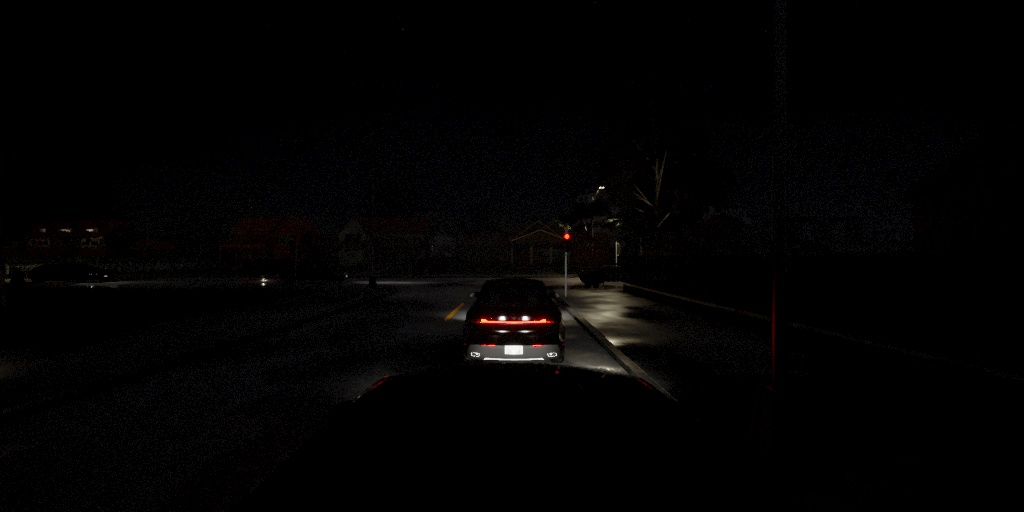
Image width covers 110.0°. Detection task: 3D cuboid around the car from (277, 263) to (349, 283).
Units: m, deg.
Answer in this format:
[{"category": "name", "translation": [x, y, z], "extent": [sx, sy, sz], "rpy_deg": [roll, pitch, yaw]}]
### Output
[{"category": "car", "translation": [-14.806, 1.241, 26.775], "extent": [4.902, 1.511, 2.128], "rpy_deg": [0, 0, 0]}]

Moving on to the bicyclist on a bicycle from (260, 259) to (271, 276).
[{"category": "bicyclist on a bicycle", "translation": [-24.169, 1.099, 35.189], "extent": [0.582, 1.620, 1.656], "rpy_deg": [0, 0, 0]}]

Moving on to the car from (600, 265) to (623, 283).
[{"category": "car", "translation": [7.894, 1.351, 26.835], "extent": [4.718, 1.301, 1.895], "rpy_deg": [0, 0, 0]}]

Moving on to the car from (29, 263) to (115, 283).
[{"category": "car", "translation": [-32.785, 1.254, 26.783], "extent": [4.892, 1.490, 1.837], "rpy_deg": [0, 0, 0]}]

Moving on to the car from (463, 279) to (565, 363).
[{"category": "car", "translation": [0.052, 1.255, 8.153], "extent": [1.837, 1.490, 4.892], "rpy_deg": [0, 0, 1]}]
